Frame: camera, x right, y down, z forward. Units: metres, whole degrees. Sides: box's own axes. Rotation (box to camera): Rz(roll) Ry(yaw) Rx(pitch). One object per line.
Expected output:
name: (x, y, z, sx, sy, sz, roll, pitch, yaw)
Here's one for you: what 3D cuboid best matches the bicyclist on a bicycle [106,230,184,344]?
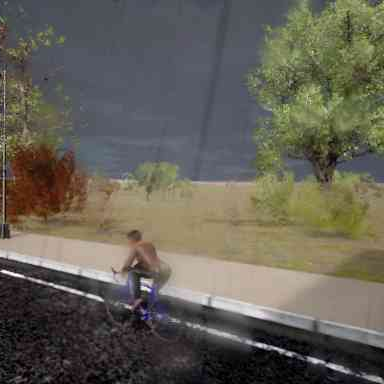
bicyclist on a bicycle: (-0.786, 1.428, 5.180, 1.656, 1.620, 0.582, 0, 0, 35)
